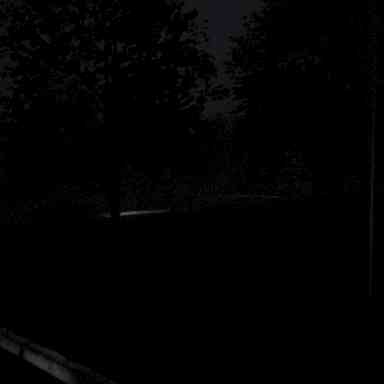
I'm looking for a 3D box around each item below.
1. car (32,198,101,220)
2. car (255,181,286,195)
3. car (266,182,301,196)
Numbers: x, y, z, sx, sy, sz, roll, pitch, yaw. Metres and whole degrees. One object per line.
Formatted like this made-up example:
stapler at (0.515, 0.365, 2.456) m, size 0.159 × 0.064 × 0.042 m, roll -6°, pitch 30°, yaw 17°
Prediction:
car at (-9.380, 1.179, 25.105) m, size 4.902 × 1.511 × 2.128 m, roll -1°, pitch 2°, yaw -40°
car at (12.353, -0.640, 51.553) m, size 5.566 × 2.045 × 2.150 m, roll -3°, pitch 2°, yaw -25°
car at (13.633, -0.254, 48.293) m, size 4.892 × 1.490 × 1.837 m, roll -3°, pitch 2°, yaw -25°
